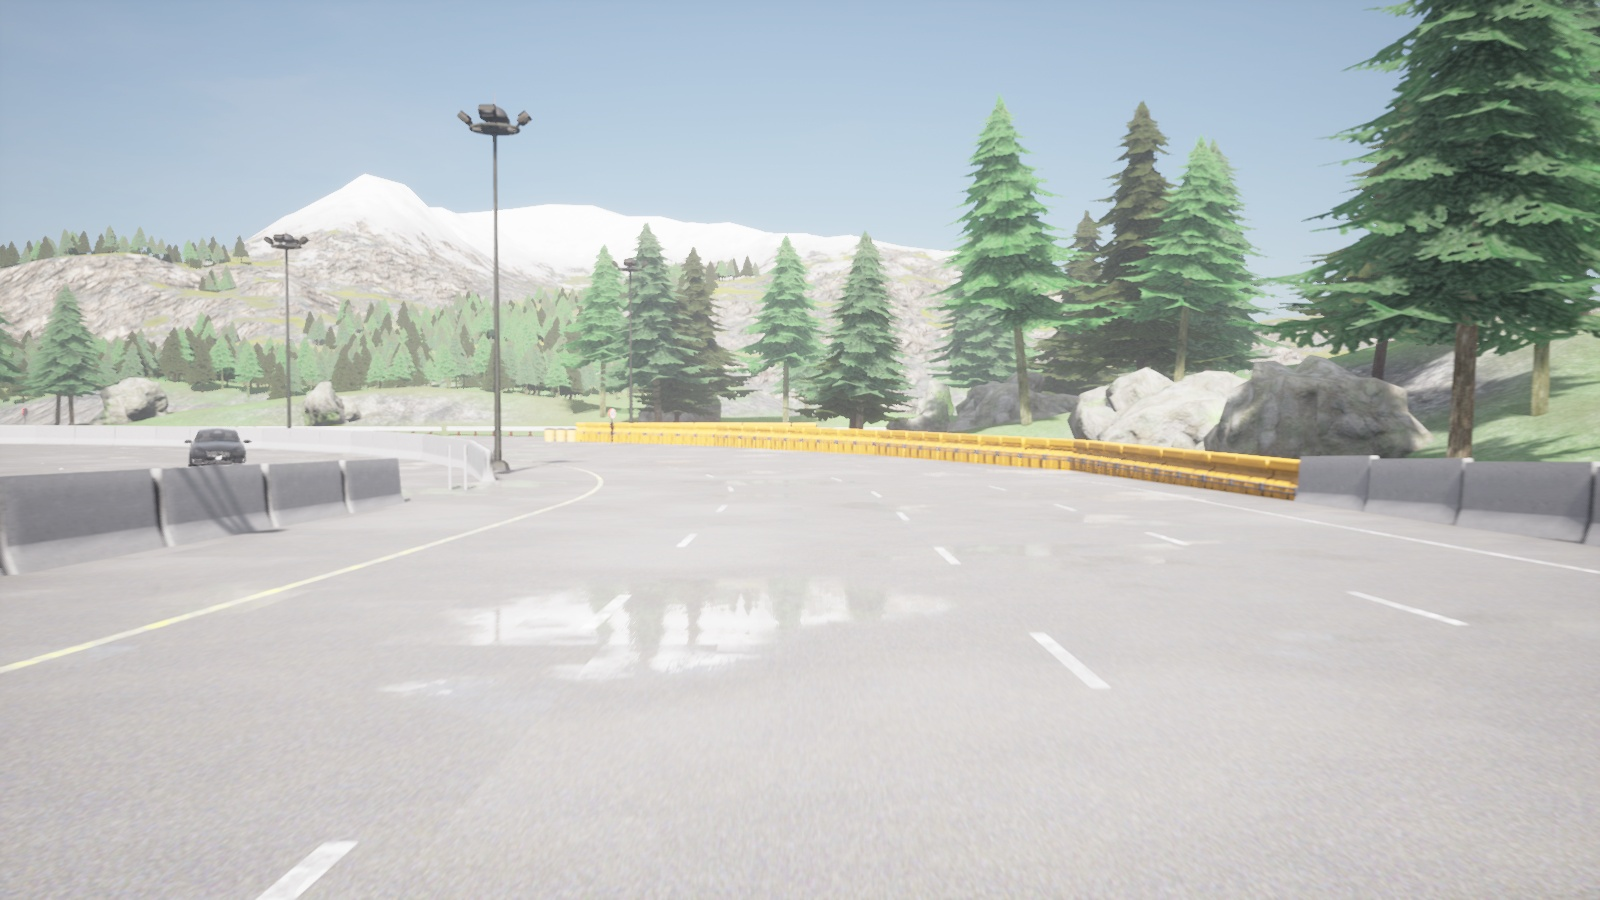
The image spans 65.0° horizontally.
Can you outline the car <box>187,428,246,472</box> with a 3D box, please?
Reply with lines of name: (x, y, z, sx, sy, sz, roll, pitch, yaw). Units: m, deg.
car: (-21.257, -0.041, 45.755, 1.837, 1.490, 4.892, 0, 1, -25)
